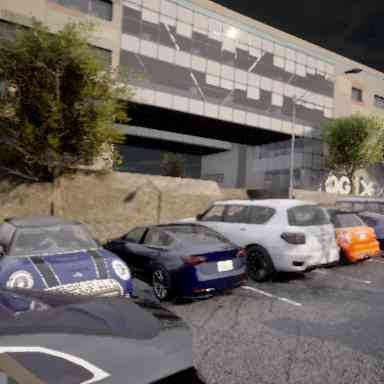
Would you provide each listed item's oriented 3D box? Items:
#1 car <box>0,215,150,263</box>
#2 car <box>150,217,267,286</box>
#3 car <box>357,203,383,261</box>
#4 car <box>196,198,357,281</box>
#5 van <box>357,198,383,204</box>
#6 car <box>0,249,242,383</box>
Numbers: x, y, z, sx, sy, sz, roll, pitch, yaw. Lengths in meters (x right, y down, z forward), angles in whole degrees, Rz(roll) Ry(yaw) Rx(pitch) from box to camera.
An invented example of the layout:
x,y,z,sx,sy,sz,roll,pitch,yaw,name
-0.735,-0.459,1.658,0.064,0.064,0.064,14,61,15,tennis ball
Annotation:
x,y,z,sx,sy,sz,roll,pitch,yaw,name
-2.971,1.355,6.887,2.185,1.767,4.553,0,0,-36,car
-0.696,1.512,8.508,2.163,1.488,4.792,0,0,-36,car
3.888,1.361,11.703,2.185,1.767,4.553,0,0,-36,car
1.578,1.233,10.128,2.435,2.045,5.566,0,0,-35,car
8.351,1.265,15.068,1.878,1.987,4.442,0,0,-36,van
-2.153,1.491,1.843,4.902,1.511,2.128,0,0,-35,car
